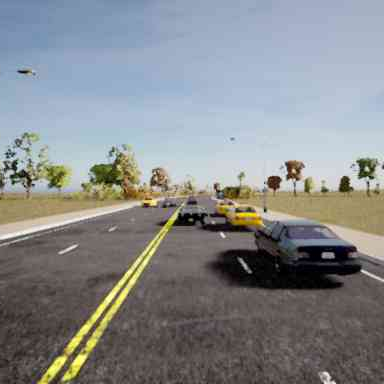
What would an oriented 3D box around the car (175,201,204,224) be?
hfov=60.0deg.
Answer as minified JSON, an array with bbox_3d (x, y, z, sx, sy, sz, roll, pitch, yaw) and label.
[{"bbox_3d":[-0.054,1.631,25.254,1.895,1.301,4.718,0,0,0],"label":"car"}]

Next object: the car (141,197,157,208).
[{"bbox_3d":[-6.565,1.535,50.886,1.882,1.535,5.008,0,0,0],"label":"car"}]

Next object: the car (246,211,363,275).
[{"bbox_3d":[3.246,1.561,10.453,2.033,1.411,5.357,0,0,0],"label":"car"}]

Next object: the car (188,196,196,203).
[{"bbox_3d":[-0.030,1.579,74.760,1.837,1.490,4.892,0,0,0],"label":"car"}]

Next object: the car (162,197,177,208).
[{"bbox_3d":[-3.328,1.550,49.407,2.128,1.511,4.902,0,0,0],"label":"car"}]

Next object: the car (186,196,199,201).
[{"bbox_3d":[0.067,1.609,54.035,2.033,1.411,5.357,0,0,0],"label":"car"}]

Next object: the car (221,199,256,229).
[{"bbox_3d":[3.241,1.483,21.643,1.801,1.575,5.366,0,0,0],"label":"car"}]

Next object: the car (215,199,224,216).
[{"bbox_3d":[3.236,1.495,32.643,1.801,1.575,5.366,0,0,0],"label":"car"}]
